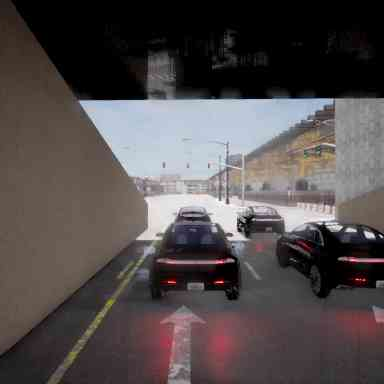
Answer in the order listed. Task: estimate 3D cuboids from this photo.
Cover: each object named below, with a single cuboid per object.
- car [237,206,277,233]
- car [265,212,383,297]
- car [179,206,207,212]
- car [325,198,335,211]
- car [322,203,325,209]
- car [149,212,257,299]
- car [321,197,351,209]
[{"bbox_3d":[3.539,1.491,17.721,2.128,1.511,4.902,0,0,0],"label":"car"},{"bbox_3d":[3.559,1.492,8.588,2.128,1.511,4.902,0,0,0],"label":"car"},{"bbox_3d":[0.041,1.505,17.546,1.837,1.490,4.892,0,0,0],"label":"car"},{"bbox_3d":[17.316,1.452,35.509,2.038,1.542,4.974,0,0,-35],"label":"car"},{"bbox_3d":[17.405,1.452,40.116,2.038,1.542,4.974,0,0,45],"label":"car"},{"bbox_3d":[0.063,1.492,8.425,2.128,1.511,4.902,0,0,0],"label":"car"},{"bbox_3d":[17.442,1.295,40.153,1.853,1.218,4.536,0,0,45],"label":"car"}]
